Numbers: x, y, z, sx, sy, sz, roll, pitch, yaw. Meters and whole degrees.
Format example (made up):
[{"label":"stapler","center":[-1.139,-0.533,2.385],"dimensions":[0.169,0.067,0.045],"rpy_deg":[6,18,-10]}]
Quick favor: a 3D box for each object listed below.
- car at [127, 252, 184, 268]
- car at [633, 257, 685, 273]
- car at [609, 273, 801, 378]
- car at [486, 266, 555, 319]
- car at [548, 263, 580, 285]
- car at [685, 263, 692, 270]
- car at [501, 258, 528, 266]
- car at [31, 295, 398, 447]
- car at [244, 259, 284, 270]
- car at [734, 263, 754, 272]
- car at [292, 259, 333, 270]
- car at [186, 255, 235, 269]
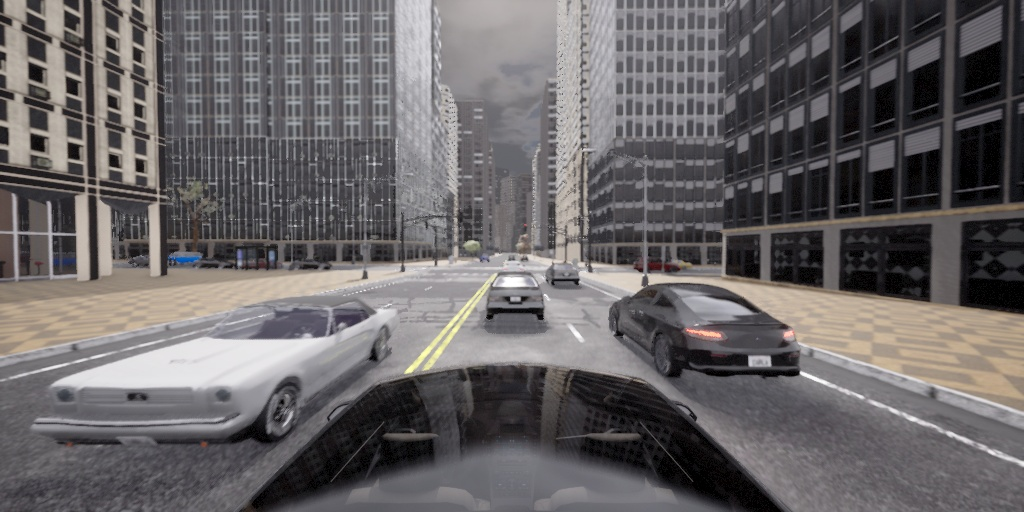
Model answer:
[{"label":"car","center":[-44.041,0.661,44.034],"dimensions":[4.902,1.511,2.128],"rpy_deg":[1,1,2]},{"label":"car","center":[16.180,1.069,40.354],"dimensions":[5.009,1.841,2.192],"rpy_deg":[0,0,1]},{"label":"car","center":[3.344,1.247,7.136],"dimensions":[1.812,1.442,4.674],"rpy_deg":[0,0,0]},{"label":"car","center":[0.097,1.241,12.555],"dimensions":[2.033,1.411,5.357],"rpy_deg":[0,0,0]},{"label":"car","center":[3.344,1.174,24.456],"dimensions":[2.033,1.411,5.357],"rpy_deg":[0,0,0]},{"label":"car","center":[21.787,1.152,48.641],"dimensions":[4.829,1.417,1.751],"rpy_deg":[0,0,1]},{"label":"car","center":[0.091,1.133,28.389],"dimensions":[1.812,1.442,4.674],"rpy_deg":[0,0,0]},{"label":"car","center":[-3.351,1.333,5.405],"dimensions":[1.895,1.301,4.718],"rpy_deg":[0,0,0]},{"label":"car","center":[-28.429,0.948,40.996],"dimensions":[4.207,1.307,1.802],"rpy_deg":[0,0,1]},{"label":"car","center":[27.628,1.377,40.163],"dimensions":[4.829,1.417,1.751],"rpy_deg":[0,0,1]},{"label":"car","center":[-22.745,0.983,40.865],"dimensions":[4.313,1.339,1.948],"rpy_deg":[0,0,1]},{"label":"car","center":[-34.110,0.881,41.167],"dimensions":[4.313,1.339,1.948],"rpy_deg":[0,0,1]}]
